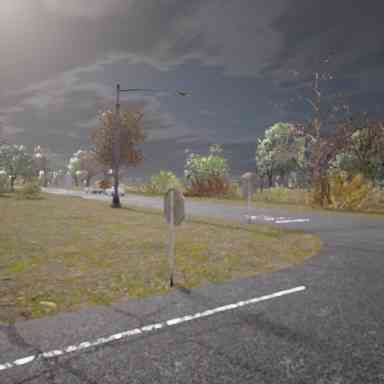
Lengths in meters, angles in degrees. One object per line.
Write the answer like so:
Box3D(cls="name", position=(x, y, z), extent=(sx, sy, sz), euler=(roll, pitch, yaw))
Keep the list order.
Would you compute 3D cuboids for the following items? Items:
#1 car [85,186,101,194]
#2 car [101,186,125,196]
Box3D(cls="car", position=(-17.682, -0.376, 59.812), extent=(1.895, 1.301, 4.718), euler=(0, 2, -36))
Box3D(cls="car", position=(-12.092, -0.141, 51.977), extent=(1.812, 1.442, 4.674), euler=(0, 2, -36))
